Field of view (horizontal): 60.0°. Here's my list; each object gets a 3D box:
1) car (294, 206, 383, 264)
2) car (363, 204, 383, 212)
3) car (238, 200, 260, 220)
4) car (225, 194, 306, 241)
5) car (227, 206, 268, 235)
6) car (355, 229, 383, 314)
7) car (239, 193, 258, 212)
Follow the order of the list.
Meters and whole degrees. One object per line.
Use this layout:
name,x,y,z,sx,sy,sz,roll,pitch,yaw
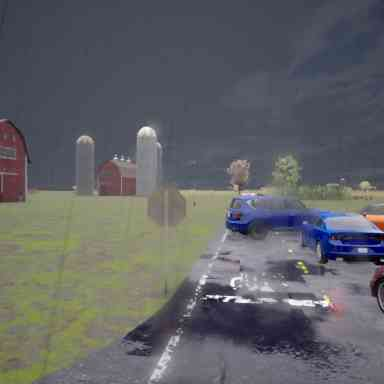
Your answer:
car,5.111,1.481,11.761,1.882,1.535,5.008,0,0,8
car,9.262,1.371,16.604,4.553,1.767,2.097,0,0,37
car,5.068,1.504,29.745,1.837,1.490,4.892,0,0,9
car,4.433,1.216,16.579,5.566,2.045,2.150,0,1,-9
car,3.185,1.606,19.901,1.895,1.301,4.718,0,0,3
car,4.620,1.529,4.584,1.812,1.442,4.674,0,0,-9
car,6.825,1.215,40.302,2.150,2.045,5.566,0,0,10
